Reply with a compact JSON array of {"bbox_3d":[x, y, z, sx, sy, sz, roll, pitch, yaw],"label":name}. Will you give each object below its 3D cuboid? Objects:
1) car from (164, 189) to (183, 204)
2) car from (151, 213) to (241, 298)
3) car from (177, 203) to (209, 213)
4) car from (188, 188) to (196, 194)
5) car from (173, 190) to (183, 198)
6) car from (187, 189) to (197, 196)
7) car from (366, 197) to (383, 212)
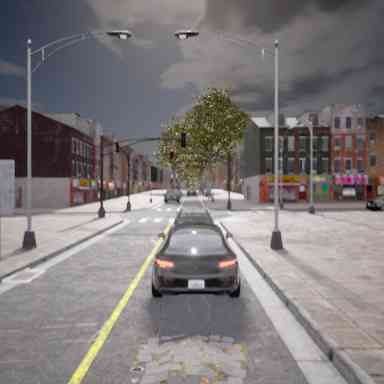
[{"bbox_3d":[-2.880,0.597,48.833,2.150,2.045,5.566,0,1,0],"label":"car"},{"bbox_3d":[0.087,1.480,8.311,1.812,1.442,4.674,0,0,0],"label":"car"},{"bbox_3d":[0.079,1.458,17.380,1.895,1.301,4.718,0,1,0],"label":"car"},{"bbox_3d":[-0.076,-0.197,83.342,1.994,1.385,4.181,0,2,0],"label":"car"},{"bbox_3d":[-2.826,0.374,66.972,1.837,1.490,4.892,0,2,0],"label":"car"},{"bbox_3d":[-0.067,0.041,73.271,2.097,1.767,4.553,0,2,0],"label":"car"},{"bbox_3d":[17.176,1.040,28.360,4.313,1.339,1.947,-1,1,0],"label":"car"}]
